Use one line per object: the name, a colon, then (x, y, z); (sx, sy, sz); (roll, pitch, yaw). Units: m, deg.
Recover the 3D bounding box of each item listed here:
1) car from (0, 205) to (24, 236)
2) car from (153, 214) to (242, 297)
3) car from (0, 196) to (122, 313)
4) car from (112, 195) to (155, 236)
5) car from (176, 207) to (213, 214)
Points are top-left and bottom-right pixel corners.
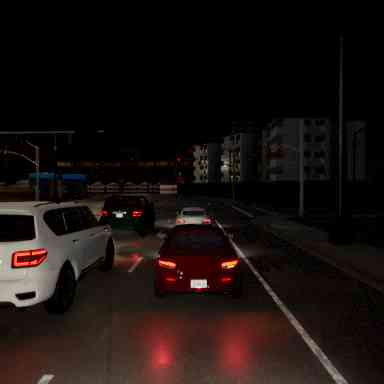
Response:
car: (-10.509, 1.484, 16.595); (1.812, 1.442, 4.674); (0, 0, 1)
car: (0.117, 1.521, 8.416); (1.812, 1.442, 4.674); (0, 0, 0)
car: (-3.386, 1.217, 7.772); (2.150, 2.045, 5.566); (0, 0, 0)
car: (-3.359, 1.178, 18.131); (2.150, 2.045, 5.566); (0, 0, 0)
car: (0.108, 1.489, 17.503); (1.812, 1.442, 4.674); (0, 0, 1)
